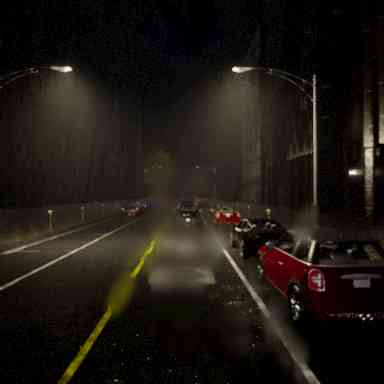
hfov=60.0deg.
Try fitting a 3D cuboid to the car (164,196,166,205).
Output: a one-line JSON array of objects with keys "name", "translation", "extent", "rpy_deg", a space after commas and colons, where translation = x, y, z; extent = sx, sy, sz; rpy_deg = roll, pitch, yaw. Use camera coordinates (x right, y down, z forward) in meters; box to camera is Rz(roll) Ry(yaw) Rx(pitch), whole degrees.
[{"name": "car", "translation": [-6.785, 1.856, 63.833], "extent": [2.192, 1.841, 5.009], "rpy_deg": [0, 0, -1]}]

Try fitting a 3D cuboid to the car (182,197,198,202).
[{"name": "car", "translation": [-0.583, 1.828, 42.979], "extent": [1.882, 1.535, 5.008], "rpy_deg": [0, 0, -1]}]

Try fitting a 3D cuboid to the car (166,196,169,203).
[{"name": "car", "translation": [-6.970, 1.951, 75.186], "extent": [2.192, 1.841, 5.009], "rpy_deg": [0, 0, -1]}]

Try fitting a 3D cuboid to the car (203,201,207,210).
[{"name": "car", "translation": [2.296, 1.800, 29.916], "extent": [1.947, 1.339, 4.313], "rpy_deg": [0, 0, -1]}]

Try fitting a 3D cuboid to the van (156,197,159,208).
[{"name": "van", "translation": [-6.599, 1.788, 52.480], "extent": [1.690, 1.788, 3.998], "rpy_deg": [0, 0, -1]}]

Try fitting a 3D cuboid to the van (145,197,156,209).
[{"name": "van", "translation": [-6.507, 1.741, 46.803], "extent": [1.690, 1.788, 3.998], "rpy_deg": [0, 0, -1]}]

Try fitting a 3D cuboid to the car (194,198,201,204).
[{"name": "car", "translation": [1.370, 2.287, 86.683], "extent": [1.802, 1.307, 4.206], "rpy_deg": [0, 0, -1]}]

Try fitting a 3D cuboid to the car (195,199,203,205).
[{"name": "car", "translation": [1.555, 2.191, 75.330], "extent": [1.802, 1.307, 4.206], "rpy_deg": [0, 0, -1]}]

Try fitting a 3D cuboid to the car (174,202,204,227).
[{"name": "car", "translation": [-0.294, 1.704, 24.924], "extent": [1.837, 1.490, 4.892], "rpy_deg": [0, -1, 0]}]

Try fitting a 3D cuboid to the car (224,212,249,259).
[{"name": "car", "translation": [2.573, 1.662, 12.887], "extent": [1.947, 1.339, 4.313], "rpy_deg": [0, 0, -1]}]

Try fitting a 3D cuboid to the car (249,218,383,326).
[{"name": "car", "translation": [2.665, 1.490, 7.211], "extent": [1.967, 1.590, 4.097], "rpy_deg": [0, 0, -1]}]

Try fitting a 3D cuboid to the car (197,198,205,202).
[{"name": "car", "translation": [1.925, 2.002, 52.624], "extent": [1.802, 1.307, 4.206], "rpy_deg": [0, 0, -1]}]

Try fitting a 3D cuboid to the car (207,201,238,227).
[{"name": "car", "translation": [2.387, 1.628, 24.241], "extent": [1.967, 1.590, 4.097], "rpy_deg": [0, 0, -1]}]

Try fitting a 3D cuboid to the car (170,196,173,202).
[{"name": "car", "translation": [-7.248, 2.096, 92.214], "extent": [2.192, 1.841, 5.009], "rpy_deg": [0, 0, -1]}]

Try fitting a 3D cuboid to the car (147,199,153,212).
[{"name": "car", "translation": [-6.413, 1.904, 41.125], "extent": [2.008, 1.369, 4.403], "rpy_deg": [0, 0, -1]}]

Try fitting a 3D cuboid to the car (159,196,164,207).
[{"name": "car", "translation": [-6.692, 1.809, 58.157], "extent": [2.192, 1.841, 5.009], "rpy_deg": [0, 0, -1]}]

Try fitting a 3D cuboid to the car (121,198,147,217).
[{"name": "car", "translation": [-6.321, 1.747, 35.449], "extent": [1.967, 1.590, 4.097], "rpy_deg": [0, 0, -1]}]
